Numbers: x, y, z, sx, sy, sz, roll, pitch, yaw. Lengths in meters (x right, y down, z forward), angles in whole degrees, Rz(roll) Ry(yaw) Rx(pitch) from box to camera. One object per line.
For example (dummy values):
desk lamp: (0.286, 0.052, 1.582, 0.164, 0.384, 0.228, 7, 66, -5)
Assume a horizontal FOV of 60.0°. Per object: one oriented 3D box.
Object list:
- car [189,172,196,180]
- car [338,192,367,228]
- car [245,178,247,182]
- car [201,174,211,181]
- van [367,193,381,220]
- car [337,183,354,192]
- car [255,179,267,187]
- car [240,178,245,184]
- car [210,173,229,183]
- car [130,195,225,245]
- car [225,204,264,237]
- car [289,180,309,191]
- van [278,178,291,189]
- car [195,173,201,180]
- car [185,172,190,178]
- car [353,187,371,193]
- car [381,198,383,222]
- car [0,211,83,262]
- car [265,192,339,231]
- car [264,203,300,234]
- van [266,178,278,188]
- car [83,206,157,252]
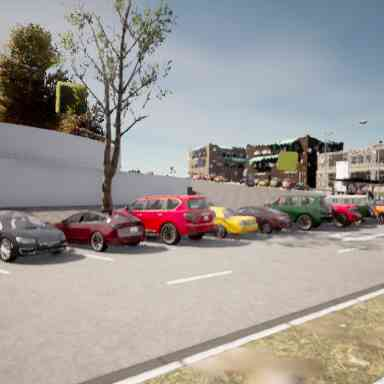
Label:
car: (2.080, -4.145, 91.132, 2.185, 1.767, 4.553, 4, 1, 33)
car: (8.246, 1.222, 22.308, 5.566, 2.045, 2.435, -1, -1, 35)
car: (14.299, -2.096, 73.963, 2.002, 1.452, 4.674, 7, 4, 35)
car: (5.603, -3.756, 86.196, 2.435, 2.045, 5.566, 7, 3, 34)
van: (10.785, 1.252, 23.977, 4.442, 1.987, 1.878, -1, -1, 35)
car: (26.400, -0.470, 56.690, 2.435, 2.045, 5.566, 7, 3, 35)
car: (16.130, -1.863, 71.642, 1.946, 1.575, 5.366, 7, 3, 35)
car: (12.557, -2.370, 76.425, 2.002, 1.452, 4.674, 7, 3, 35)
car: (7.454, -3.233, 83.936, 1.946, 1.575, 5.366, 7, 3, 34)
car: (-1.622, 1.200, 15.392, 5.566, 2.045, 2.435, -1, -1, 35)
car: (0.698, 1.455, 17.219, 5.366, 1.575, 1.946, -1, -1, 35)
car: (21.192, -1.040, 64.076, 2.231, 1.521, 4.892, 7, 3, 35)
van: (19.432, -1.540, 66.439, 1.878, 1.987, 4.442, 7, 4, 35)
car: (3.810, -3.909, 88.662, 2.185, 1.767, 4.553, 6, 3, 34)
car: (0.309, -4.423, 93.480, 2.435, 2.045, 5.566, 1, -1, 34)
car: (28.091, 0.093, 54.217, 2.002, 1.452, 4.674, 7, 3, 35)
car: (13.195, 1.359, 25.727, 4.553, 1.767, 2.185, -1, -1, 35)
car: (-6.487, 1.444, 11.902, 4.892, 1.521, 2.231, -1, -1, 35)
car: (5.733, 1.216, 20.603, 5.566, 2.045, 2.435, -1, -1, 35)
car: (3.305, 1.502, 18.846, 4.674, 1.452, 2.002, -1, -1, 35)
van: (17.704, -1.814, 68.910, 1.878, 1.987, 4.442, 7, 4, 35)
car: (-4.067, 1.475, 13.648, 4.792, 1.488, 2.163, -1, -1, 35)
